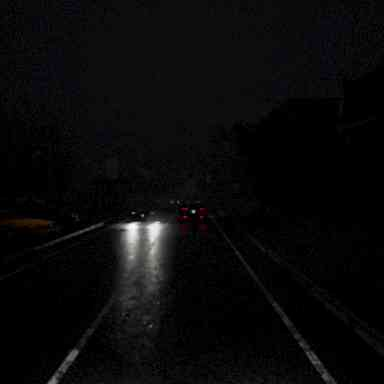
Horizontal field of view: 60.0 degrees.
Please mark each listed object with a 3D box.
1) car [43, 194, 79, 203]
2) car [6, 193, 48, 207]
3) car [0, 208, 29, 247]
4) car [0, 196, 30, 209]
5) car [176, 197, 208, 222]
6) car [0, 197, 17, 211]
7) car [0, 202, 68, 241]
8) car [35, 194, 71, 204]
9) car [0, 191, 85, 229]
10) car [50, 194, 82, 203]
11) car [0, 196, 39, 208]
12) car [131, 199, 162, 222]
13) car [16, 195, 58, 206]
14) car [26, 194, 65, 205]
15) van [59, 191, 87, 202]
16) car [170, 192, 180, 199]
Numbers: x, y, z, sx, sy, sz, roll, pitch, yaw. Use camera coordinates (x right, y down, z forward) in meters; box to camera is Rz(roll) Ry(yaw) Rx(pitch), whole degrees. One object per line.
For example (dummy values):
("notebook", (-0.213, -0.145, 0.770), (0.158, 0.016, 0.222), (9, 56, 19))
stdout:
("car", (-21.928, 1.086, 55.907), (5.366, 1.575, 1.946), (0, 0, 0))
("car", (-22.131, 1.045, 44.806), (4.553, 1.767, 2.185), (0, 0, 0))
("car", (-8.980, 1.464, 12.333), (4.674, 1.452, 2.002), (0, 0, 0))
("car", (-22.087, 1.213, 39.257), (5.008, 1.535, 2.097), (0, 0, 0))
("car", (0.101, 1.344, 24.806), (2.163, 1.488, 4.792), (0, 0, 0))
("car", (-22.085, 1.275, 36.480), (4.674, 1.452, 2.002), (0, 0, 0))
("car", (-8.795, 1.399, 15.136), (5.366, 1.575, 1.946), (0, 0, 0))
("car", (-22.140, 1.138, 53.133), (4.792, 1.488, 2.163), (0, 0, 0))
("car", (-8.956, 1.129, 17.938), (5.566, 2.045, 2.435), (0, 0, 0))
("car", (-22.148, 1.098, 58.684), (4.792, 1.488, 2.163), (0, 0, 0))
("car", (-22.094, 1.232, 42.032), (4.674, 1.452, 2.002), (0, 0, 0))
("car", (-3.347, 1.344, 24.958), (1.837, 1.490, 4.892), (0, 0, 0))
("car", (-22.109, 1.149, 47.583), (5.008, 1.535, 2.097), (0, 0, 0))
("car", (-22.101, 1.130, 50.358), (4.892, 1.521, 2.231), (0, 0, 0))
("van", (-22.005, 0.823, 61.456), (4.442, 1.987, 1.878), (0, 0, 0))
("car", (-3.252, 0.753, 66.436), (2.033, 1.411, 5.357), (0, 1, 0))
